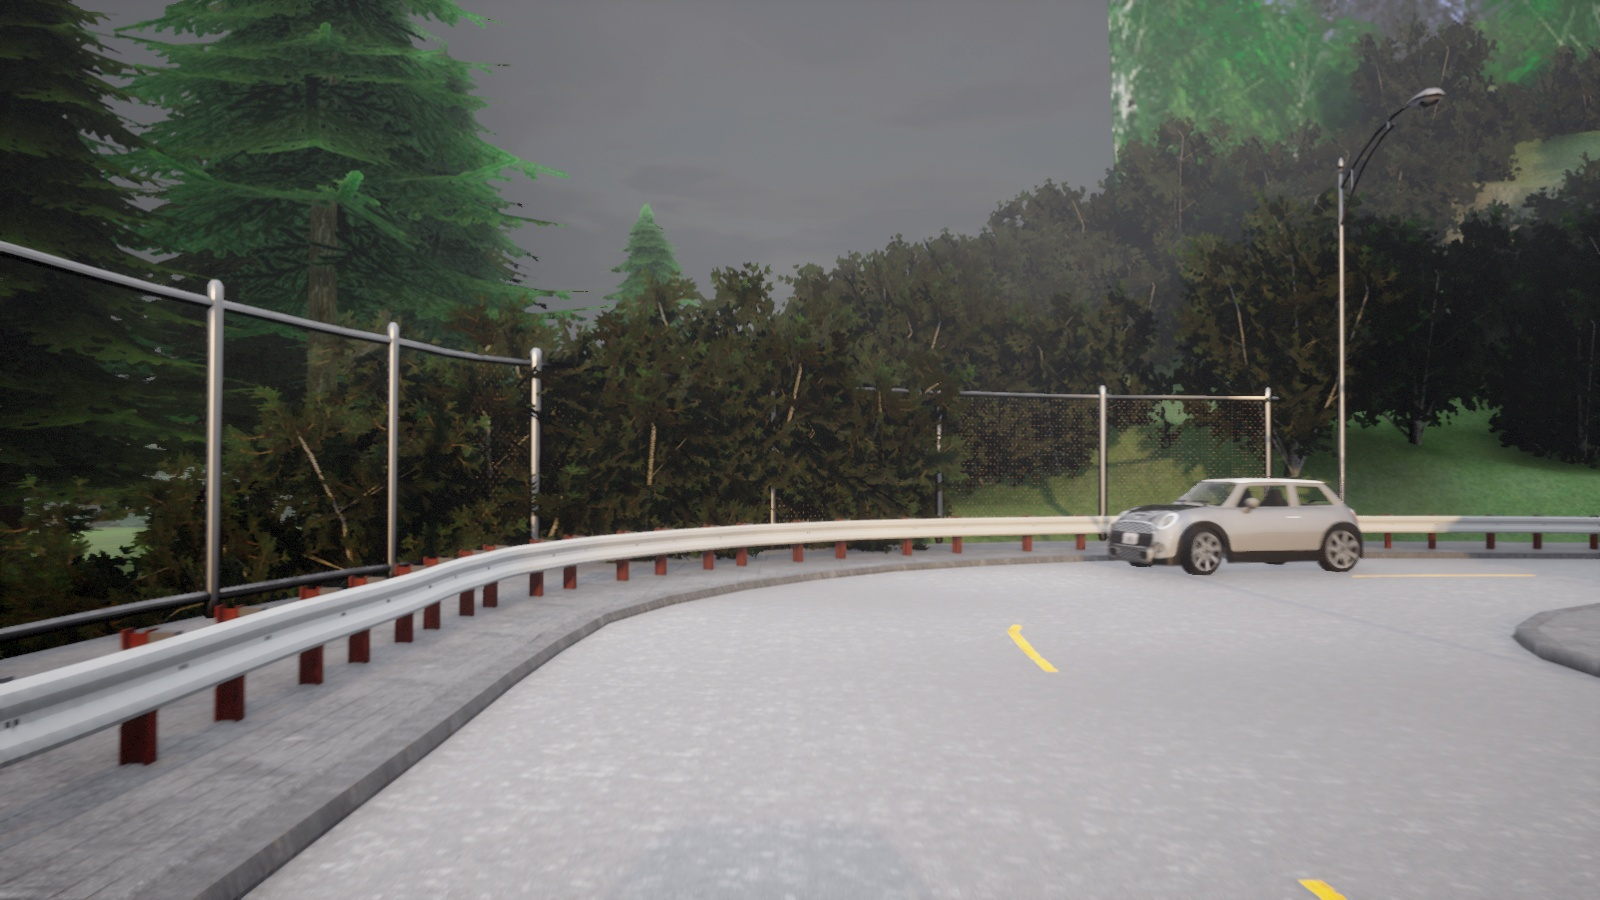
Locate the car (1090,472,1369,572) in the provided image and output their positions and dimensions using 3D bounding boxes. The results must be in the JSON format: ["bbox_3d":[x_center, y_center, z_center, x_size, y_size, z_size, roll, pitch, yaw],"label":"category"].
[{"bbox_3d":[6.872,1.093,20.209,3.806,1.475,1.970,0,-1,-17],"label":"car"}]
